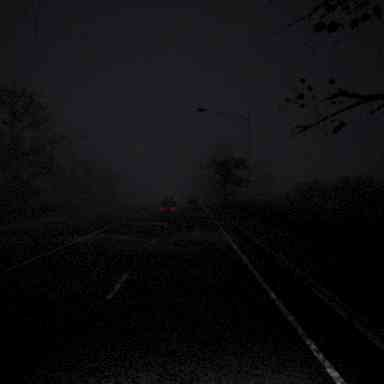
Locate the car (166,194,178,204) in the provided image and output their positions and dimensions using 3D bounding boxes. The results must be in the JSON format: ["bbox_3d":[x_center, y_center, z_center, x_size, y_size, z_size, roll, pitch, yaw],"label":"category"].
[{"bbox_3d":[-3.495,1.217,59.600,1.882,1.535,5.008,0,2,0],"label":"car"}]

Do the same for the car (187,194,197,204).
[{"bbox_3d":[0.005,1.266,59.601,1.812,1.442,4.674,0,2,0],"label":"car"}]

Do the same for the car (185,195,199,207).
[{"bbox_3d":[0.004,1.463,49.255,2.033,1.411,5.357,0,0,0],"label":"car"}]

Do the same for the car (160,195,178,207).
[{"bbox_3d":[-3.495,1.266,49.641,2.097,1.767,4.553,0,0,0],"label":"car"}]
